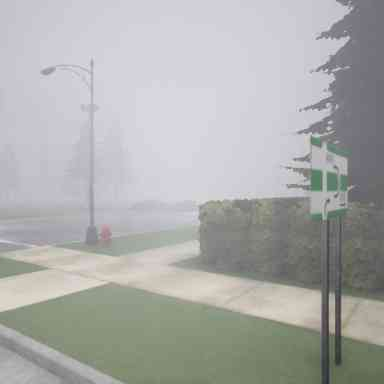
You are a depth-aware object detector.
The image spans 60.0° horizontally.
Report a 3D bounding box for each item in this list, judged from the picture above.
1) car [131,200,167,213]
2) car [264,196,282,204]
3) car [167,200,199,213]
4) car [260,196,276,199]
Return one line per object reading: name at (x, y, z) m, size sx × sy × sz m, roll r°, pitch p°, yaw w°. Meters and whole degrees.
car at (-4.377, 1.547, 37.153) m, size 2.033 × 1.411 × 5.357 m, roll 0°, pitch 0°, yaw 36°
car at (15.902, 1.526, 65.156) m, size 1.812 × 1.442 × 4.674 m, roll 0°, pitch 0°, yaw 36°
car at (-0.423, 1.564, 36.644) m, size 1.994 × 1.385 × 4.181 m, roll 0°, pitch 0°, yaw 36°
car at (10.108, 1.526, 45.311) m, size 1.812 × 1.442 × 4.674 m, roll 0°, pitch 0°, yaw 36°
